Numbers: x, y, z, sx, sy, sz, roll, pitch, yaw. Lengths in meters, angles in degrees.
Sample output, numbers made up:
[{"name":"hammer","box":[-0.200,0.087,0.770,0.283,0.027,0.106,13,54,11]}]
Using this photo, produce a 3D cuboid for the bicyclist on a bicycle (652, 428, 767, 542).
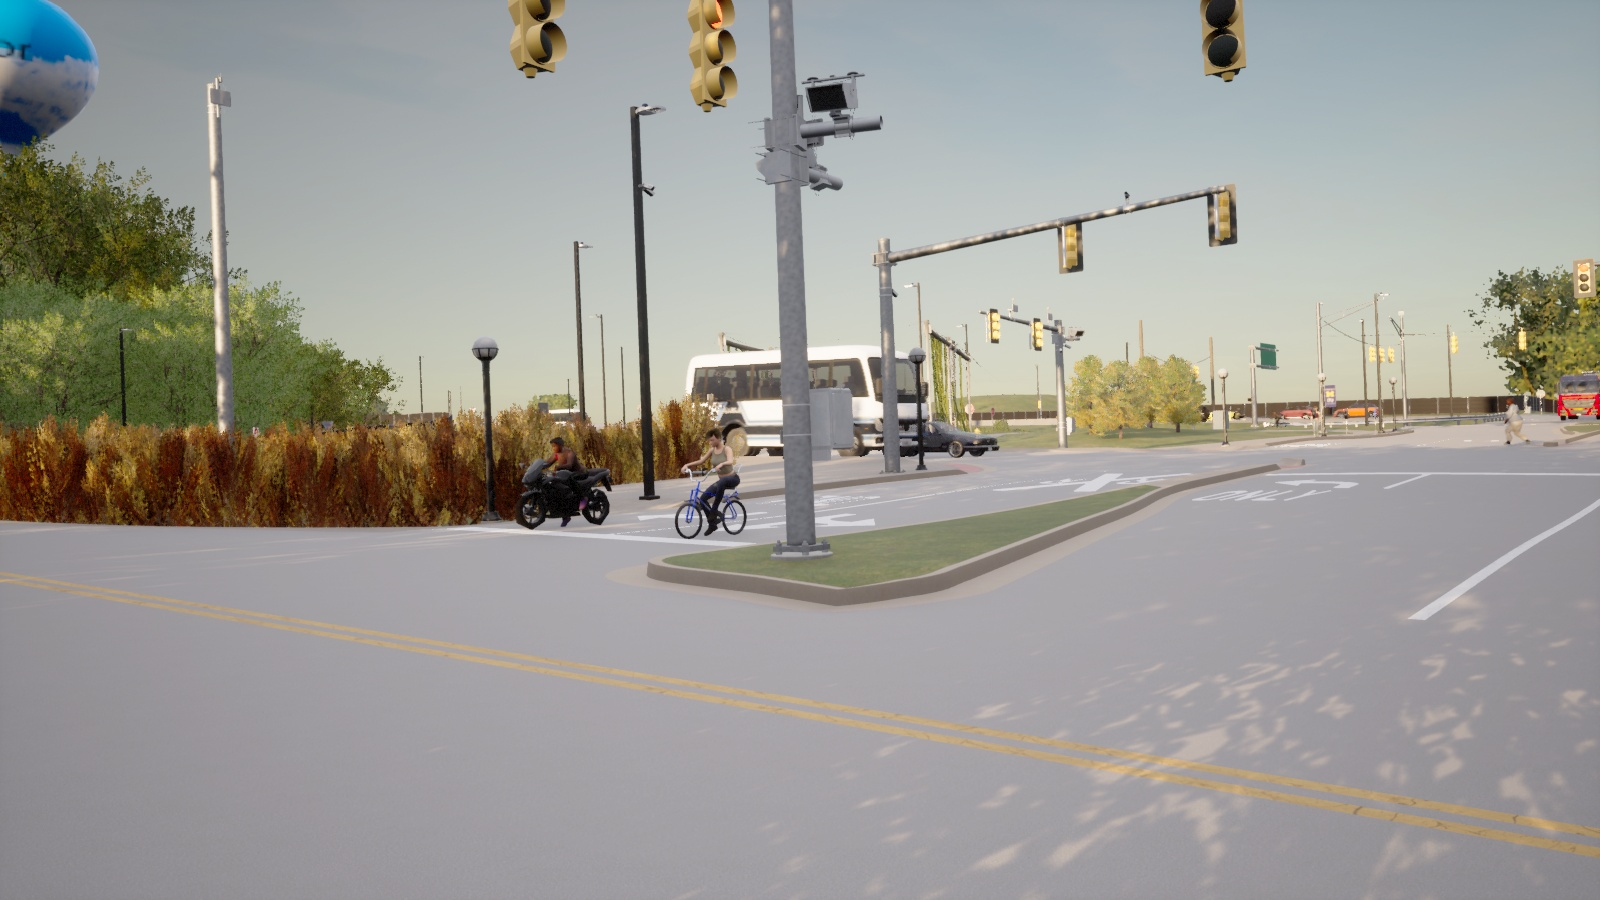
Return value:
[{"name":"bicyclist on a bicycle","box":[-1.332,0.496,18.663,0.866,1.612,1.509,-1,0,41]}]

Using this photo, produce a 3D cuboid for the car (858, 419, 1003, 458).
[{"name":"car","box":[5.055,-0.439,49.106,5.357,1.411,2.033,0,1,37]}]

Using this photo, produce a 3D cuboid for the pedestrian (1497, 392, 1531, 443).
[{"name":"pedestrian","box":[26.686,-1.199,46.951,0.900,1.855,0.874,-3,0,40]}]

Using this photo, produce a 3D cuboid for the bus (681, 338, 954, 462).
[{"name":"bus","box":[0.463,-1.755,47.879,10.273,4.253,3.944,0,1,41]}]

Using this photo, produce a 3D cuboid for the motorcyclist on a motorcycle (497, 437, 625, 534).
[{"name":"motorcyclist on a motorcycle","box":[-3.962,0.557,20.980,0.797,1.523,2.044,-1,0,39]}]
